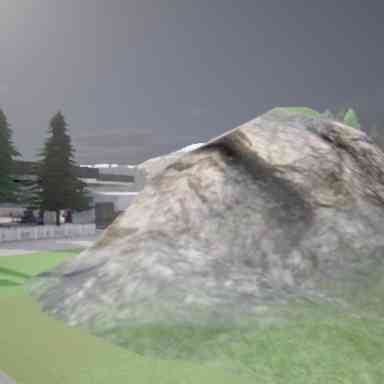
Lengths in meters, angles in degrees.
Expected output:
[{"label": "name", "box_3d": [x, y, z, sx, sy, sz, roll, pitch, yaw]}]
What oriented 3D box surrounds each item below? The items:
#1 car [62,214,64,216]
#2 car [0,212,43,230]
[{"label": "car", "box_3d": [-32.883, 6.098, 87.930, 3.633, 1.501, 1.845, -3, -3, 41]}, {"label": "car", "box_3d": [-17.878, 3.360, 34.143, 1.905, 1.878, 3.866, -3, -3, 41]}]
